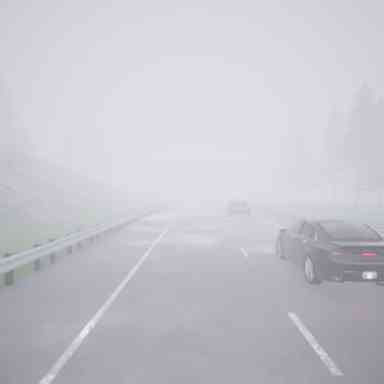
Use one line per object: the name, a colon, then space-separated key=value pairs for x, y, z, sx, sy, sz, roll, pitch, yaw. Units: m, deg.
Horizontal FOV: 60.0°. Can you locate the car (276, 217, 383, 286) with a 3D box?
car: x=3.726 y=1.475 z=9.341 sx=1.837 sy=1.490 sz=4.892 roll=0 pitch=0 yaw=1

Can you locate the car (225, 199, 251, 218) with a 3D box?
car: x=4.012 y=1.388 z=29.398 sx=2.128 sy=1.511 sz=4.902 roll=0 pitch=0 yaw=1
